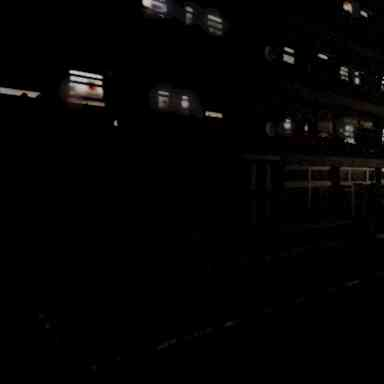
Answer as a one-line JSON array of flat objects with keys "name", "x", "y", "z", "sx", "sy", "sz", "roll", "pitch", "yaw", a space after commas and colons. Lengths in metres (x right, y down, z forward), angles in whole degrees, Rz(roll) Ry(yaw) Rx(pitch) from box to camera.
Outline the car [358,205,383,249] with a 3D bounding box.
[{"name": "car", "x": 8.339, "y": 1.130, "z": 12.580, "sx": 5.009, "sy": 1.841, "sz": 2.192, "roll": -1, "pitch": 0, "yaw": -36}]
